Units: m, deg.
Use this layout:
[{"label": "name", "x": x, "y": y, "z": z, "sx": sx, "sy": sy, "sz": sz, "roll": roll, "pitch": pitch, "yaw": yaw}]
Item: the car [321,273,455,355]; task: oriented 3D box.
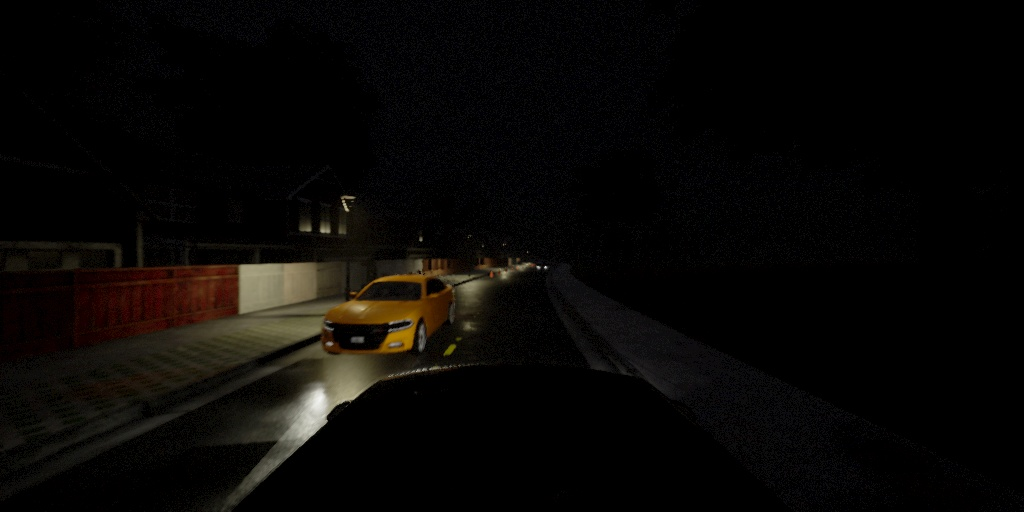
[{"label": "car", "x": -2.705, "y": 1.230, "z": 8.916, "sx": 1.882, "sy": 1.535, "sz": 5.008, "roll": 0, "pitch": 0, "yaw": 2}]

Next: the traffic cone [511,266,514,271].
[{"label": "traffic cone", "x": 0.050, "y": 1.750, "z": 50.133, "sx": 0.340, "sy": 0.580, "sz": 0.340, "roll": 0, "pitch": 0, "yaw": 9}]

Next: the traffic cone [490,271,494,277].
[{"label": "traffic cone", "x": -1.978, "y": 1.733, "z": 35.149, "sx": 0.340, "sy": 0.580, "sz": 0.340, "roll": 0, "pitch": 0, "yaw": 6}]

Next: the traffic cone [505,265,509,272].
[{"label": "traffic cone", "x": -0.707, "y": 1.744, "z": 45.149, "sx": 0.340, "sy": 0.580, "sz": 0.340, "roll": 0, "pitch": 0, "yaw": 8}]

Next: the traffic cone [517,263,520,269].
[{"label": "traffic cone", "x": 0.888, "y": 1.756, "z": 55.103, "sx": 0.340, "sy": 0.580, "sz": 0.340, "roll": 0, "pitch": 0, "yaw": 10}]

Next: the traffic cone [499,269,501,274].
[{"label": "traffic cone", "x": -1.383, "y": 1.738, "z": 40.154, "sx": 0.340, "sy": 0.580, "sz": 0.340, "roll": 0, "pitch": 0, "yaw": 7}]
